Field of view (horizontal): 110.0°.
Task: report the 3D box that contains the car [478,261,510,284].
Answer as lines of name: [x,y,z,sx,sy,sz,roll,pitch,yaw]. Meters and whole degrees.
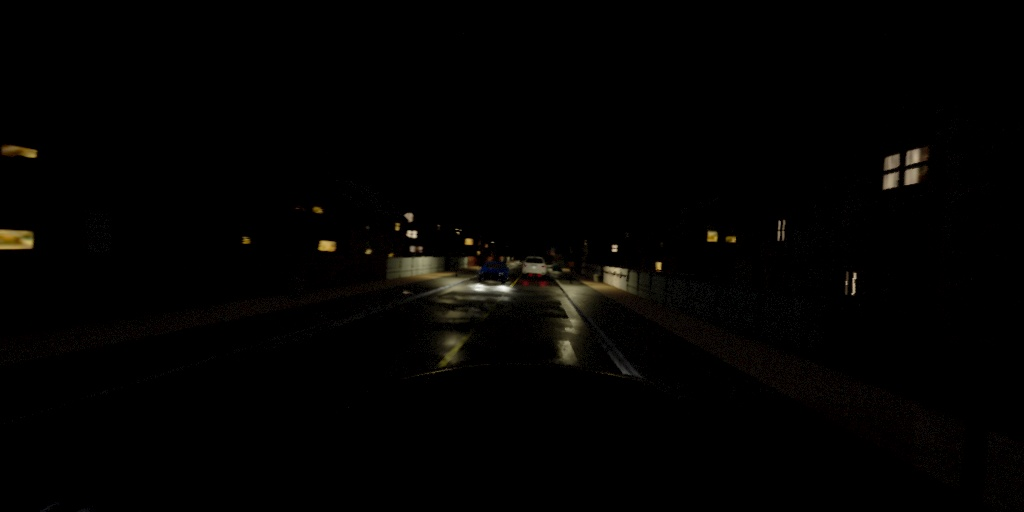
car: [-1.252,1.142,26.662,1.882,1.535,5.008,3,0,4]

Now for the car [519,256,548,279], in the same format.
car: [2.201,1.076,34.695,2.150,2.045,5.566,3,0,5]

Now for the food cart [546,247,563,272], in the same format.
food cart: [6.191,0.531,50.101,2.280,3.560,4.660,0,0,4]
